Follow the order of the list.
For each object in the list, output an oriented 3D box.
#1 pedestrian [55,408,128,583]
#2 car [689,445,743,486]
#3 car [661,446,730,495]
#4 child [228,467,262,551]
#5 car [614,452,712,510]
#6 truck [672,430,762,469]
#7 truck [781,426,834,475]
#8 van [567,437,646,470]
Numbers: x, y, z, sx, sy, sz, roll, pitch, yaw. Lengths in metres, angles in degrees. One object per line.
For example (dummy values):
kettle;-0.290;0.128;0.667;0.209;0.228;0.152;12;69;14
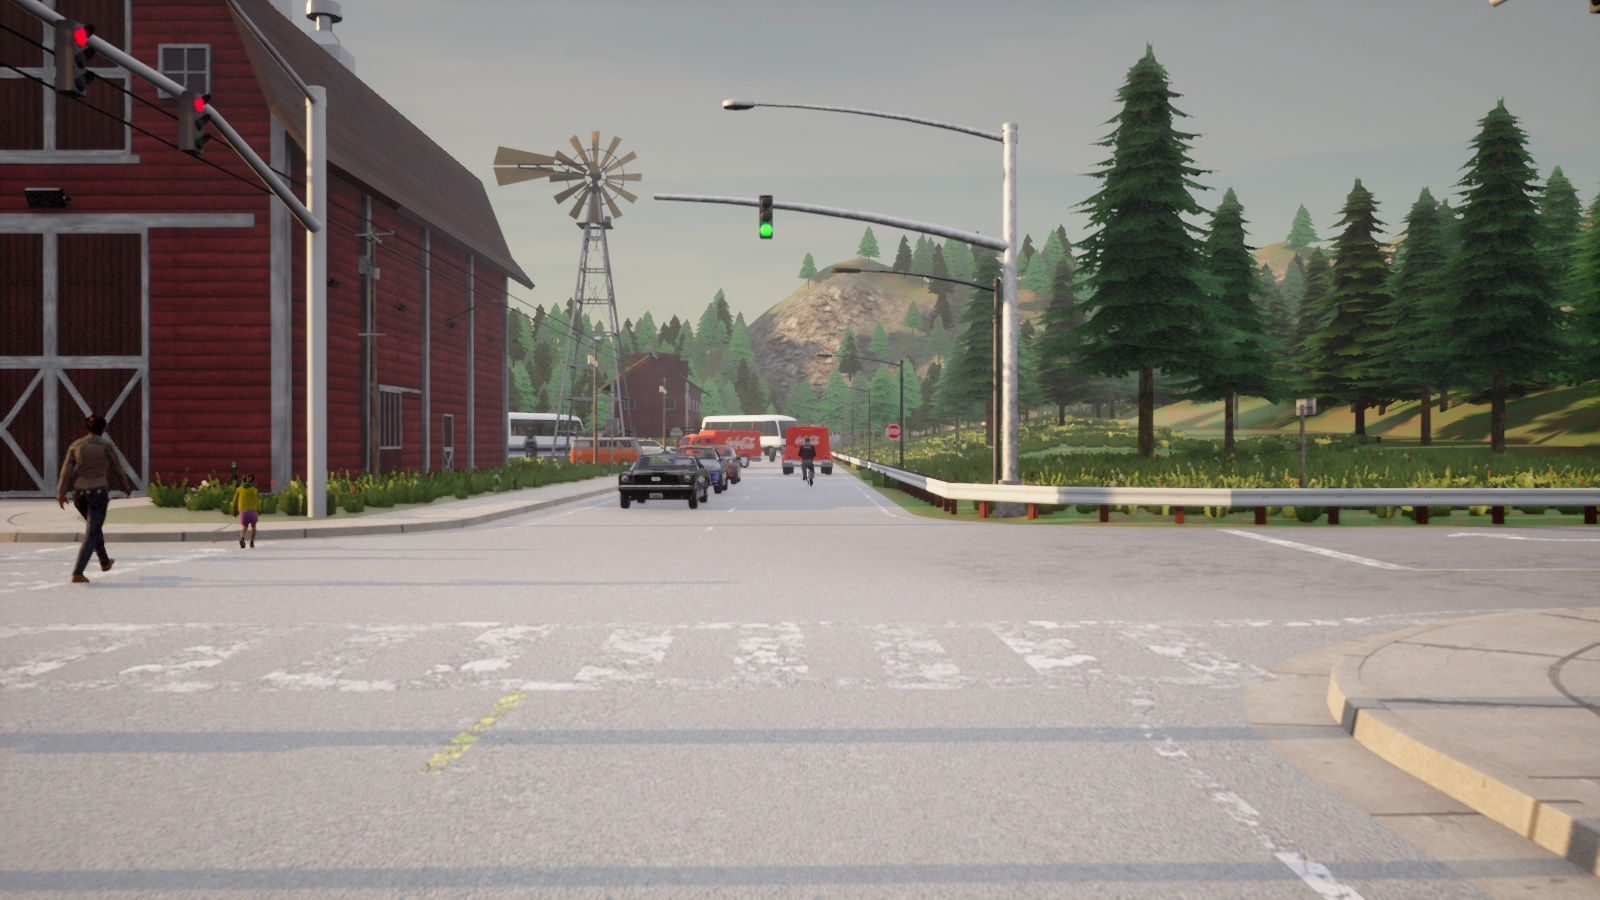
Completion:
pedestrian;-7.550;0.465;13.409;0.328;1.805;0.869;0;0;-3
car;-3.211;0.571;48.739;1.845;1.501;3.633;0;0;0
car;-3.261;0.605;39.890;1.816;1.474;4.193;0;0;0
child;-7.809;0.828;17.677;0.299;1.160;0.473;0;0;-3
car;-3.310;0.725;31.129;1.895;1.301;4.718;0;0;0
truck;-5.398;-0.060;81.921;5.204;2.467;2.627;0;0;-31
truck;0.382;0.012;64.840;2.627;2.467;5.204;0;0;0
van;-11.592;0.201;75.481;4.442;1.987;1.775;0;0;2
